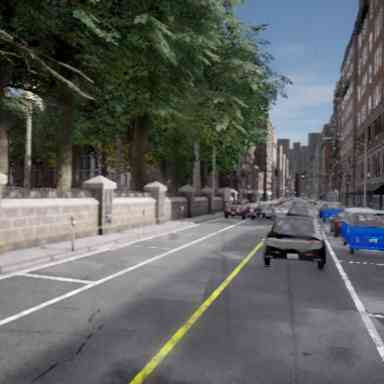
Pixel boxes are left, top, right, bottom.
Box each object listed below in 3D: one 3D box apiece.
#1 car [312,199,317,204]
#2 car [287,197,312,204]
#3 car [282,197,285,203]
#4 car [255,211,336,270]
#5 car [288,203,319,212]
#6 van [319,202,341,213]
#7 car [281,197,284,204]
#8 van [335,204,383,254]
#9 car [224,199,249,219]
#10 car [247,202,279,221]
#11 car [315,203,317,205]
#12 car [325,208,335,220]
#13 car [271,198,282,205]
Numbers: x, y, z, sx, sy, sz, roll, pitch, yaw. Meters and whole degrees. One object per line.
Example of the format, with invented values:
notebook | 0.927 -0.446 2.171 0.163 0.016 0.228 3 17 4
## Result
car | 31.654 2.649 87.167 1.967 1.590 4.097 1 0 18
car | 13.077 1.898 40.419 2.097 1.767 4.553 1 0 18
car | 21.833 2.550 84.656 1.887 1.381 4.507 1 0 18
car | 3.652 1.653 11.809 2.128 1.511 4.902 1 -1 18
car | 7.438 1.811 23.175 2.128 1.511 4.902 1 0 18
van | 12.687 1.809 30.211 1.690 1.788 3.998 1 0 18
car | 20.111 2.487 79.484 2.008 1.369 4.403 1 0 18
van | 7.320 1.590 14.101 1.690 1.788 3.998 1 0 18
car | 4.588 1.649 32.868 2.192 1.841 5.009 1 0 18
car | 6.683 1.924 30.989 1.994 1.385 4.181 1 0 19
car | 14.471 2.104 35.579 1.947 1.339 4.313 1 0 18
car | 9.106 1.868 19.470 1.887 1.381 4.507 1 0 18
car | 18.335 2.391 74.153 1.752 1.417 4.829 1 0 18
